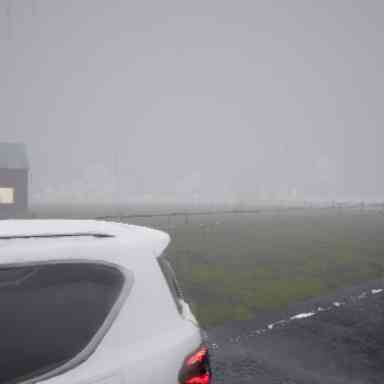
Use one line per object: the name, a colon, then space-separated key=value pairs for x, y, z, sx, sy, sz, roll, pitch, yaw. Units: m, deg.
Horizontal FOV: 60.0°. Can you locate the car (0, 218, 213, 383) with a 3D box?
car: x=-2.435 y=1.217 z=1.333 sx=5.566 sy=2.045 sz=2.150 roll=0 pitch=0 yaw=-35
